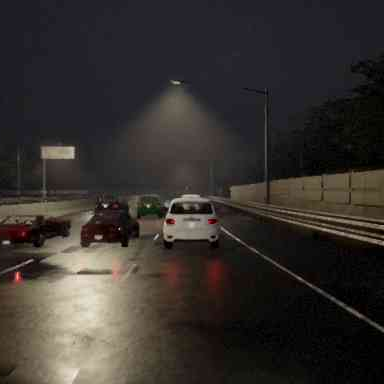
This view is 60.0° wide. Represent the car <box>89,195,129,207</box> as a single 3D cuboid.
[{"bbox_3d":[-7.092,1.276,29.836,2.150,2.045,5.566,0,0,0],"label":"car"}]

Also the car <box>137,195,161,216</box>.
[{"bbox_3d":[-3.592,1.276,29.857,2.150,2.045,5.566,0,0,0],"label":"car"}]

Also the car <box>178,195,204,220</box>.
[{"bbox_3d":[-0.092,1.276,29.879,2.150,2.045,5.566,0,0,0],"label":"car"}]

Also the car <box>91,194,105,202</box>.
[{"bbox_3d":[-21.604,1.390,76.806,2.097,1.767,4.553,0,0,-1],"label":"car"}]

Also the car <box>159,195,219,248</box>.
[{"bbox_3d":[-0.023,1.263,14.842,2.150,2.045,5.566,0,0,0],"label":"car"}]

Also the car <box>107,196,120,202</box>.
[{"bbox_3d":[-18.104,1.587,76.833,1.994,1.385,4.181,0,0,-1],"label":"car"}]

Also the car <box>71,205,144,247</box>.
[{"bbox_3d":[-3.523,1.538,14.800,1.812,1.442,4.674,0,0,0],"label":"car"}]

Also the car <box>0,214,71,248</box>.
[{"bbox_3d":[-7.023,1.622,14.820,1.895,1.301,4.718,0,0,0],"label":"car"}]

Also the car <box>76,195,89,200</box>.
[{"bbox_3d":[-25.103,1.512,76.719,1.882,1.535,5.008,0,0,-1],"label":"car"}]
